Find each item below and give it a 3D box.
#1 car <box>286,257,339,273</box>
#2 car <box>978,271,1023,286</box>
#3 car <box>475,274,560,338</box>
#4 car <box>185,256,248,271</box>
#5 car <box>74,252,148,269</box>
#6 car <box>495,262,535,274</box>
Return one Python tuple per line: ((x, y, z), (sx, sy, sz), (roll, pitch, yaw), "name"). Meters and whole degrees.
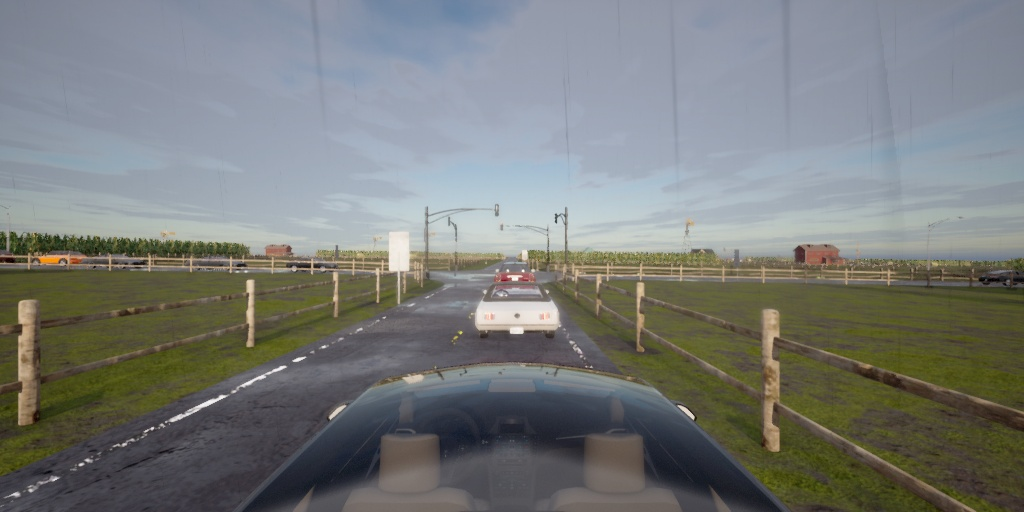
((-20.334, 0.891, 36.664), (4.892, 1.490, 1.837), (1, 0, 0), "car")
((50.703, 2.251, 36.485), (4.892, 1.490, 1.837), (1, 0, 0), "car")
((0.120, 1.350, 10.080), (1.895, 1.301, 4.718), (0, 0, 0), "car")
((-30.223, 0.755, 36.695), (5.357, 1.411, 2.033), (1, 0, 1), "car")
((-40.745, 0.566, 36.727), (5.357, 1.411, 2.033), (1, 0, 1), "car")
((0.171, 1.100, 19.069), (2.097, 1.767, 4.553), (0, 0, 1), "car")
